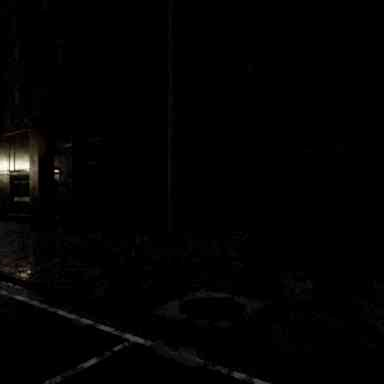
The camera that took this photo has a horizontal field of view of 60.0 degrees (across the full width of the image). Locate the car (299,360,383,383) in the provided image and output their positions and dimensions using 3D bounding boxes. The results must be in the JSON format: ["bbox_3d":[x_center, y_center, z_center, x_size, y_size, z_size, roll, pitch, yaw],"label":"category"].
[{"bbox_3d":[2.512,1.541,1.173,4.507,1.381,1.887,0,0,36],"label":"car"}]
